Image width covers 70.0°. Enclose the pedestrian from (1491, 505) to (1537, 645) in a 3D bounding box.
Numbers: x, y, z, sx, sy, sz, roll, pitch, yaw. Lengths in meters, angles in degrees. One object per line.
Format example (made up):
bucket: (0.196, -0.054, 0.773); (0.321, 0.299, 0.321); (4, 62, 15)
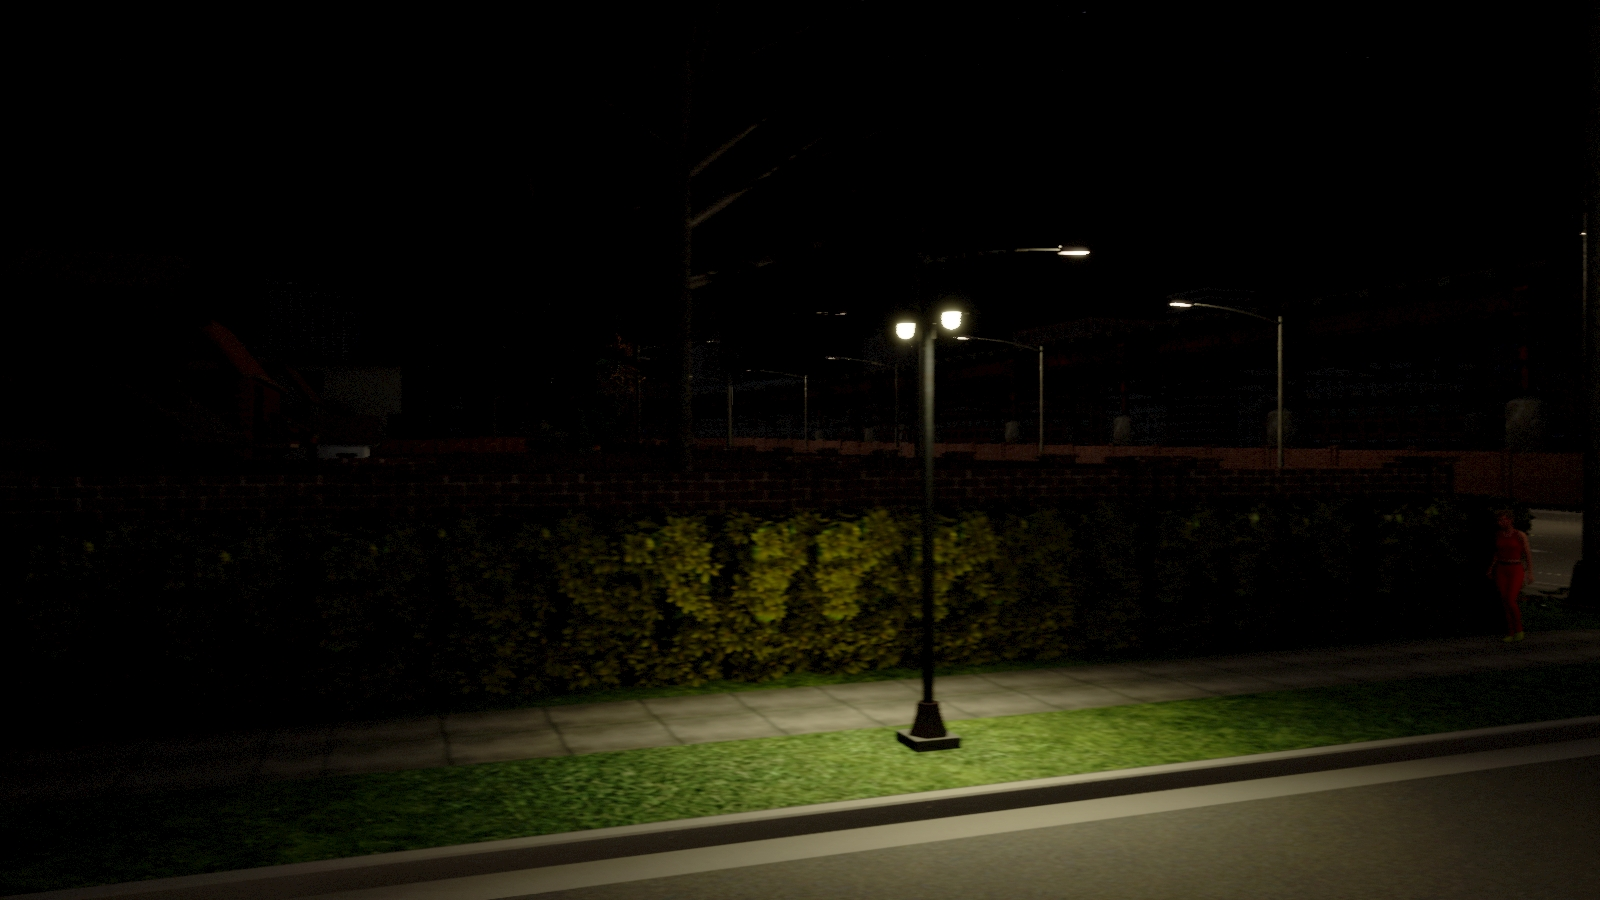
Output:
pedestrian: (9.761, 1.696, 15.619); (0.375, 1.860, 0.375); (0, 0, -20)
